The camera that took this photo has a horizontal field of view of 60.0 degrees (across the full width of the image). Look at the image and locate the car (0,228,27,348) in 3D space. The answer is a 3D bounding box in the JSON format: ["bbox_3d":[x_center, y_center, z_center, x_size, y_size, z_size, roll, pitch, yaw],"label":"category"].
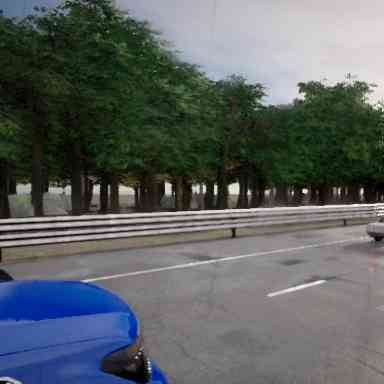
[{"bbox_3d":[-5.083,1.492,4.419,4.902,1.511,2.128,0,0,-36],"label":"car"}]

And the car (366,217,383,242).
[{"bbox_3d":[10.046,1.611,15.218,4.718,1.301,1.895,0,0,-36],"label":"car"}]

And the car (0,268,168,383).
[{"bbox_3d":[-2.840,1.222,1.720,5.566,2.045,2.150,0,0,-36],"label":"car"}]
